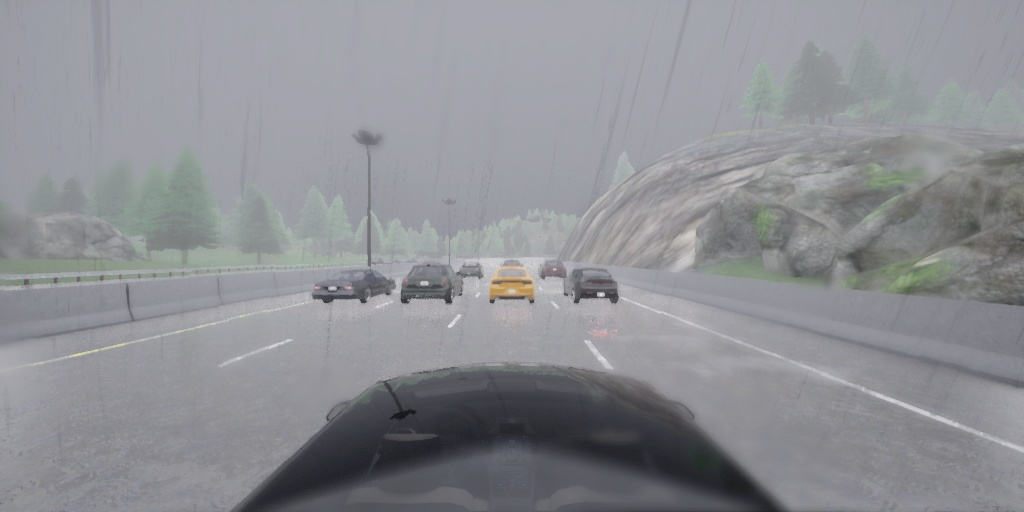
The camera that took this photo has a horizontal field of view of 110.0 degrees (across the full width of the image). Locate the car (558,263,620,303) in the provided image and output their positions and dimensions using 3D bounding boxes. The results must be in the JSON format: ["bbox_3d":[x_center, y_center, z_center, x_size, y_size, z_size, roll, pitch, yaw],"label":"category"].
[{"bbox_3d":[3.500,1.264,16.500,1.837,1.490,4.892,0,0,0],"label":"car"}]

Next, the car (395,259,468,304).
[{"bbox_3d":[-3.500,1.113,16.470,2.097,1.767,4.553,0,0,0],"label":"car"}]

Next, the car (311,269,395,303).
[{"bbox_3d":[-7.000,1.310,16.500,2.033,1.411,5.357,0,0,0],"label":"car"}]

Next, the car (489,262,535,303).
[{"bbox_3d":[0.000,1.232,16.500,1.882,1.535,5.008,0,0,0],"label":"car"}]

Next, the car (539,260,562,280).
[{"bbox_3d":[3.500,1.114,31.470,2.097,1.767,4.553,0,0,0],"label":"car"}]

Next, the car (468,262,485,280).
[{"bbox_3d":[-3.500,1.242,31.500,2.128,1.511,4.902,0,0,0],"label":"car"}]

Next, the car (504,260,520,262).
[{"bbox_3d":[0.000,1.114,31.470,2.097,1.767,4.553,0,0,0],"label":"car"}]
